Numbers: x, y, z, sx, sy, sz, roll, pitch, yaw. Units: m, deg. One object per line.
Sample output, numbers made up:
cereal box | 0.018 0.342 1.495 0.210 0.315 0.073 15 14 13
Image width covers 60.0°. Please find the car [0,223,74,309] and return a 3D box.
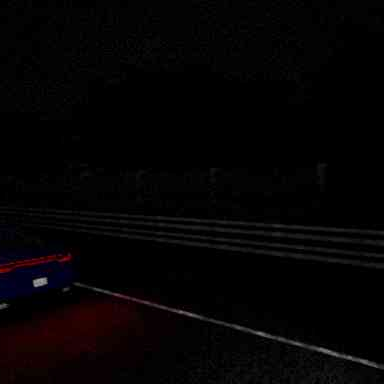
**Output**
car | -4.691 1.431 7.330 5.008 1.535 1.882 0 0 36
